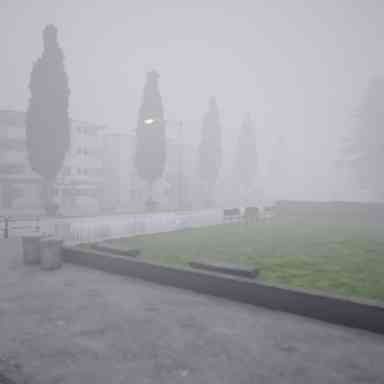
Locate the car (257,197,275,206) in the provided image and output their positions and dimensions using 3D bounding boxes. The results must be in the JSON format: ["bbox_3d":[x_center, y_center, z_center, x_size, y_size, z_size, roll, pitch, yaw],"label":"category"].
[{"bbox_3d":[12.085,1.500,53.239,1.994,1.385,4.181,1,0,36],"label":"car"}]
